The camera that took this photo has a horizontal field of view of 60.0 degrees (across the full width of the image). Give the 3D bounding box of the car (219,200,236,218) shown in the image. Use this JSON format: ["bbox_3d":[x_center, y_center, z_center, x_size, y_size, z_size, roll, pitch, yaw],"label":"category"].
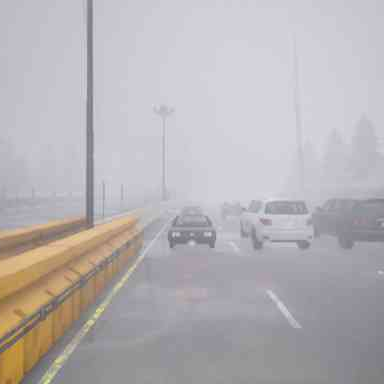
[{"bbox_3d":[3.500,1.495,29.650,2.128,1.511,4.902,0,0,0],"label":"car"}]

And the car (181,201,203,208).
[{"bbox_3d":[0.000,1.533,29.650,1.812,1.442,4.674,0,0,0],"label":"car"}]

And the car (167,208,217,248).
[{"bbox_3d":[0.000,1.616,14.680,1.895,1.301,4.718,0,0,0],"label":"car"}]

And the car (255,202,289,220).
[{"bbox_3d":[7.000,1.616,29.680,1.895,1.301,4.718,0,0,0],"label":"car"}]

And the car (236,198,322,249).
[{"bbox_3d":[3.500,1.258,14.680,2.150,2.045,5.566,0,0,0],"label":"car"}]

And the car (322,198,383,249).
[{"bbox_3d":[7.000,1.258,14.680,2.150,2.045,5.566,0,0,0],"label":"car"}]
